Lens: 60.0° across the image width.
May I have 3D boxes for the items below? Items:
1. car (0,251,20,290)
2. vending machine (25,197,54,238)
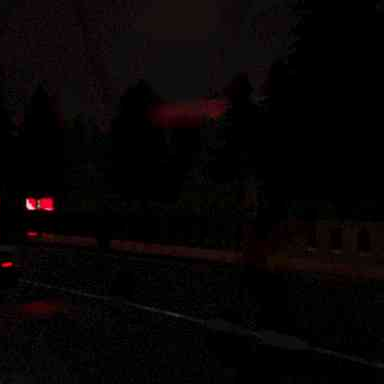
[{"bbox_3d":[-6.338,1.617,7.738,5.357,1.411,2.033,0,0,30],"label":"car"},{"bbox_3d":[-8.058,1.309,17.628,0.880,2.100,1.100,-1,0,27],"label":"vending machine"}]
